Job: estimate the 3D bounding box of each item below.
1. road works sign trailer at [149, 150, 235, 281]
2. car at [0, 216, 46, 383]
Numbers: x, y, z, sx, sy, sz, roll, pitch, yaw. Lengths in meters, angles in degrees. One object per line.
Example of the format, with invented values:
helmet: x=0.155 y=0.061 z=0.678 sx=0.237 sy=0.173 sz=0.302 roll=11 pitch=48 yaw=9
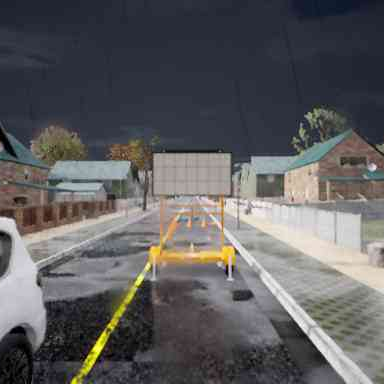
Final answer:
road works sign trailer: x=0.002 y=0.530 z=10.077 sx=2.380 sy=3.560 sz=2.880 roll=0 pitch=0 yaw=0
car: x=-2.749 y=1.233 z=1.605 sx=2.150 sy=2.045 sz=5.566 roll=0 pitch=0 yaw=0
